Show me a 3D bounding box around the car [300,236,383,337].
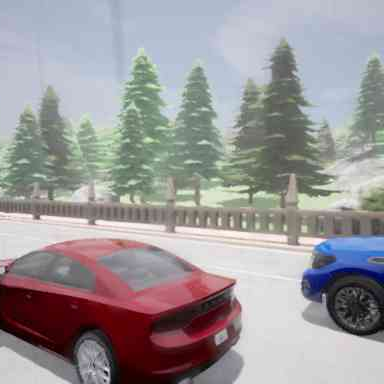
[{"bbox_3d":[4.587,1.227,4.985,5.566,2.045,2.150,1,0,36],"label":"car"}]

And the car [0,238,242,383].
[{"bbox_3d":[-1.684,1.462,5.182,5.008,1.535,1.882,0,0,36],"label":"car"}]
